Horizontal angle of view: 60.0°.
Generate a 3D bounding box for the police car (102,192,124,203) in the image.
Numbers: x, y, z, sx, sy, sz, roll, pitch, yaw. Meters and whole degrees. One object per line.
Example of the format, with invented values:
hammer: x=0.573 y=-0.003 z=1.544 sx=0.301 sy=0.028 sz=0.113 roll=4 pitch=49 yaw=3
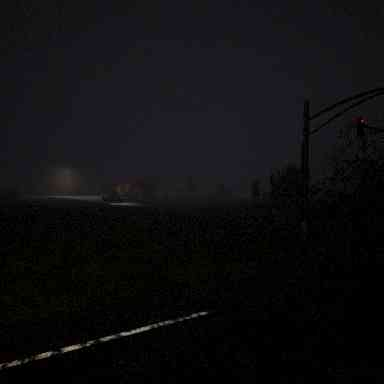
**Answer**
police car: x=-11.831 y=0.820 z=49.772 sx=2.038 sy=1.542 sz=4.974 roll=1 pitch=0 yaw=-32
